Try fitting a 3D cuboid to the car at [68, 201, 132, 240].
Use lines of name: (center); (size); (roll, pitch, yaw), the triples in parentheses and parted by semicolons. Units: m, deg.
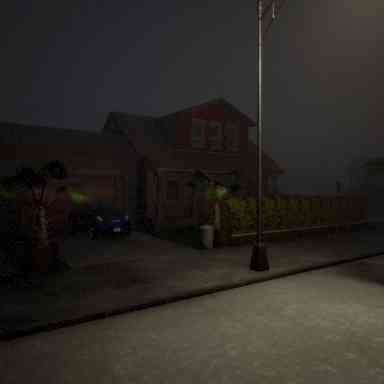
car: (-4.076, 1.174, 14.562); (1.845, 1.501, 3.633); (0, 0, -38)
